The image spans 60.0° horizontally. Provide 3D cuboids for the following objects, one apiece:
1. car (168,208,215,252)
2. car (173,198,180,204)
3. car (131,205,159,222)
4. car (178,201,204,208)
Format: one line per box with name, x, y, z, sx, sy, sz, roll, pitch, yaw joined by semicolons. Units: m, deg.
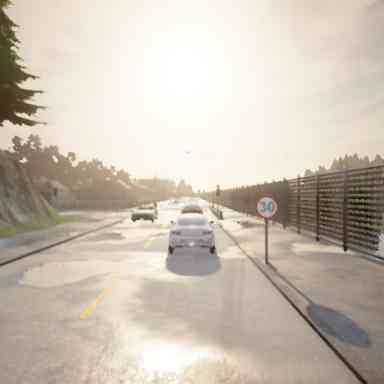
car;-0.001;1.660;14.365;1.812;1.442;4.674;0;0;0
car;-4.031;2.358;88.915;2.033;1.411;5.357;0;-1;0
car;-4.011;1.818;29.108;2.033;1.411;5.357;0;-1;0
car;-0.003;1.752;29.477;1.882;1.535;5.008;0;0;0
